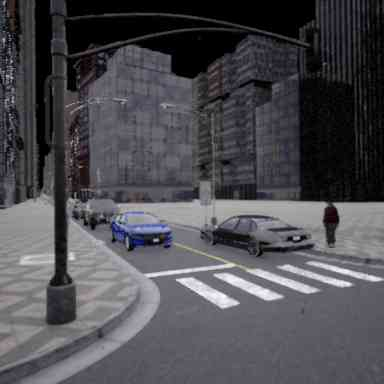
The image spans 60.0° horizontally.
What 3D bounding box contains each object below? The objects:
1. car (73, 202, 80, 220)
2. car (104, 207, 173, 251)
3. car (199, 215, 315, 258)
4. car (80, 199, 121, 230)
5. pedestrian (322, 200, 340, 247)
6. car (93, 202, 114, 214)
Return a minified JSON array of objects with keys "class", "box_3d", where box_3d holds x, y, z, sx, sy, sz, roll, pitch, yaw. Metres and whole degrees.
[{"class":"car","box_3d":[-10.730,1.759,33.485,2.097,1.767,4.553,-1,0,-24]},{"class":"car","box_3d":[-2.483,1.658,15.363,1.882,1.535,5.008,-1,0,-25]},{"class":"car","box_3d":[2.337,1.651,13.490,2.033,1.411,5.357,0,0,-29]},{"class":"car","box_3d":[-6.609,1.515,24.413,2.150,2.045,5.566,-1,0,-24]},{"class":"pedestrian","box_3d":[5.432,1.202,13.048,0.375,1.860,0.375,0,-1,-25]},{"class":"car","box_3d":[-11.355,2.035,42.528,1.994,1.385,4.181,-1,0,-25]}]
